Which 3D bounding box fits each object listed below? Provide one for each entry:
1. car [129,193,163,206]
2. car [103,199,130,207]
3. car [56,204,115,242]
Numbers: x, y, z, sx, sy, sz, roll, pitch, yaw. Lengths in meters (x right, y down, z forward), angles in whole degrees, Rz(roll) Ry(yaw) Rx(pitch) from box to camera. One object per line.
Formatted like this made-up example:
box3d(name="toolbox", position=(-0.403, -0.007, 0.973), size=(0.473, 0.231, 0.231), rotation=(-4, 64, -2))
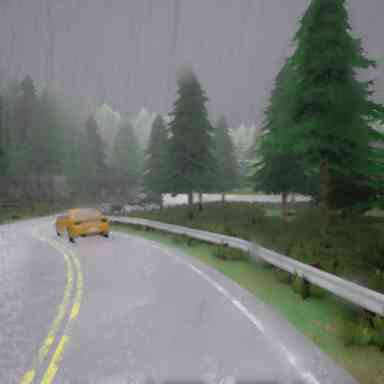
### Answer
box3d(name="car", position=(-6.635, 1.048, 47.831), size=(2.150, 2.045, 5.566), rotation=(3, 4, 39))
box3d(name="car", position=(-9.209, 1.852, 37.761), size=(1.994, 1.385, 4.181), rotation=(1, 2, 18))
box3d(name="car", position=(-5.884, 1.610, 17.558), size=(1.882, 1.535, 5.008), rotation=(-4, 1, -31))
